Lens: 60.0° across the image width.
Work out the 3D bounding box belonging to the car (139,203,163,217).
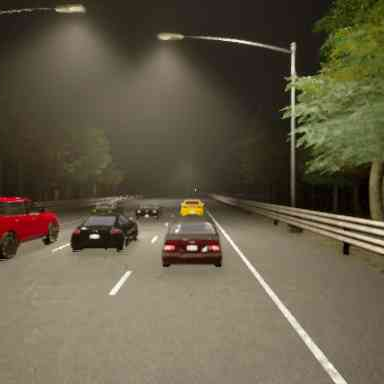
[{"bbox_3d":[-3.469,1.546,27.924,1.895,1.301,4.718,0,0,0],"label":"car"}]

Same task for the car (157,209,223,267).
[{"bbox_3d":[0.024,1.529,11.365,2.033,1.411,5.357,0,0,1],"label":"car"}]

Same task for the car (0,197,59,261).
[{"bbox_3d":[-6.968,1.203,12.362,2.150,2.045,5.566,0,0,0],"label":"car"}]

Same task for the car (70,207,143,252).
[{"bbox_3d":[-3.455,1.542,13.839,1.994,1.385,4.181,0,0,0],"label":"car"}]

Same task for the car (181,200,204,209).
[{"bbox_3d":[0.046,1.418,29.729,1.882,1.535,5.008,0,1,0],"label":"car"}]

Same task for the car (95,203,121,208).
[{"bbox_3d":[-6.968,1.546,27.925,1.895,1.301,4.718,0,0,0],"label":"car"}]
